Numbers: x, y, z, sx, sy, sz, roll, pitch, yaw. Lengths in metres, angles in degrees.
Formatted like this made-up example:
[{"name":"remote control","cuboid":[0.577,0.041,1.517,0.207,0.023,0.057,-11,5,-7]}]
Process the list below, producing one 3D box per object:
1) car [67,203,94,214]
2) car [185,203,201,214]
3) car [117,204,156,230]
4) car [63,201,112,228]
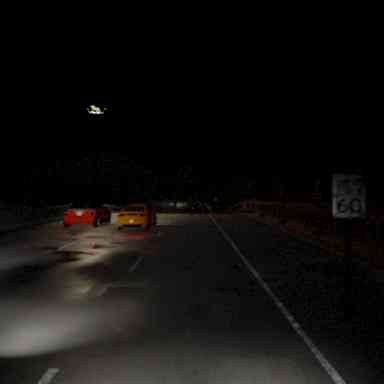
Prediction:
[{"name":"car","cuboid":[-14.096,2.078,42.296,1.895,1.301,4.718,0,-3,0]},{"name":"car","cuboid":[0.092,2.033,42.171,1.994,1.385,4.181,0,-3,0]},{"name":"car","cuboid":[-3.404,1.492,21.171,1.882,1.535,5.008,0,0,0]},{"name":"car","cuboid":[-6.905,1.367,22.481,2.097,1.767,4.553,0,0,0]}]
